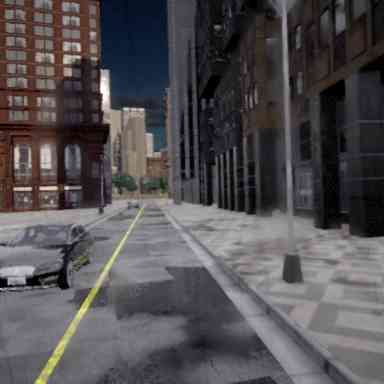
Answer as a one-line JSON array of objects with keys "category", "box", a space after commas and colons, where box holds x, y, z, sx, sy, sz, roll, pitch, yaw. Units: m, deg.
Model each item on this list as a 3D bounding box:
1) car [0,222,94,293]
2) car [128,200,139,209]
[{"category": "car", "box": [-4.069, 1.666, 9.566, 2.128, 1.511, 4.902, -2, 0, -7]}, {"category": "car", "box": [-10.079, 2.192, 57.362, 1.812, 1.442, 4.674, -2, -1, -7]}]
